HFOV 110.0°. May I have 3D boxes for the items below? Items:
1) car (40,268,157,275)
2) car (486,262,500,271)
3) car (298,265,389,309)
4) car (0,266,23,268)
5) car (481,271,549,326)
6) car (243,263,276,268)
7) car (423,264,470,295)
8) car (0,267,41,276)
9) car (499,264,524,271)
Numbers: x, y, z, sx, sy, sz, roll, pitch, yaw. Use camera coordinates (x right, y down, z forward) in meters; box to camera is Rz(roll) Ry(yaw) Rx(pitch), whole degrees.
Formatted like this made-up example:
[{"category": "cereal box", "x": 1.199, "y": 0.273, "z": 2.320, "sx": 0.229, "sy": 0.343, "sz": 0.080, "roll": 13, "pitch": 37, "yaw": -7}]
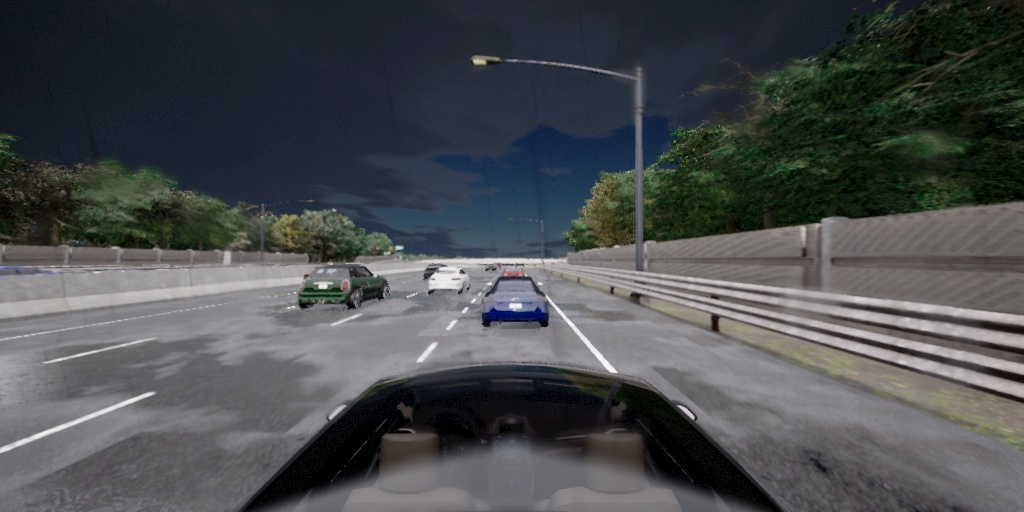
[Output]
[{"category": "car", "x": -21.107, "y": 1.377, "z": 19.583, "sx": 2.033, "sy": 1.411, "sz": 5.357, "roll": 0, "pitch": 0, "yaw": 0}, {"category": "car", "x": -3.522, "y": 1.979, "z": 63.242, "sx": 1.895, "sy": 1.301, "sz": 4.718, "roll": 0, "pitch": -1, "yaw": 0}, {"category": "car", "x": -6.905, "y": 1.149, "z": 15.226, "sx": 2.097, "sy": 1.767, "sz": 4.553, "roll": 0, "pitch": 0, "yaw": 0}, {"category": "car", "x": -28.105, "y": 1.307, "z": 19.566, "sx": 1.882, "sy": 1.535, "sz": 5.008, "roll": 0, "pitch": 0, "yaw": 0}, {"category": "car", "x": 0.096, "y": 1.342, "z": 11.789, "sx": 1.994, "sy": 1.385, "sz": 4.181, "roll": 0, "pitch": 0, "yaw": 0}, {"category": "car", "x": -31.588, "y": 1.623, "z": 44.685, "sx": 2.128, "sy": 1.511, "sz": 4.902, "roll": 0, "pitch": -1, "yaw": 0}, {"category": "car", "x": -3.507, "y": 1.363, "z": 20.527, "sx": 1.812, "sy": 1.442, "sz": 4.674, "roll": 0, "pitch": 0, "yaw": 0}, {"category": "car", "x": -24.605, "y": 1.428, "z": 19.360, "sx": 1.895, "sy": 1.301, "sz": 4.718, "roll": 0, "pitch": 0, "yaw": 0}, {"category": "car", "x": 0.096, "y": 1.547, "z": 30.676, "sx": 1.895, "sy": 1.301, "sz": 4.718, "roll": 0, "pitch": -1, "yaw": 0}]
